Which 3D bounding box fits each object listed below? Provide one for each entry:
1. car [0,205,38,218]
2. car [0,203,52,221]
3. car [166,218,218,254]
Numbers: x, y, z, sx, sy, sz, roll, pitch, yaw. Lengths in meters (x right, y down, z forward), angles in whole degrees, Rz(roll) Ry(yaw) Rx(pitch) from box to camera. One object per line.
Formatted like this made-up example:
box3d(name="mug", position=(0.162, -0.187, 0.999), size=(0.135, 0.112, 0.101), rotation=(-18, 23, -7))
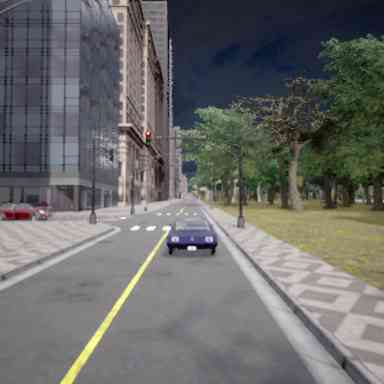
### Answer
box3d(name="car", position=(-19.045, 2.058, 35.558), size=(4.313, 1.339, 1.947), rotation=(0, -2, 0))
box3d(name="car", position=(-13.571, 1.625, 27.057), size=(4.097, 1.590, 1.967), rotation=(0, -2, -1))
box3d(name="car", position=(-0.011, 1.740, 14.080), size=(1.895, 1.301, 4.718), rotation=(0, -1, 0))
